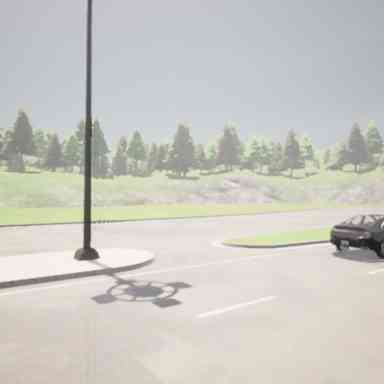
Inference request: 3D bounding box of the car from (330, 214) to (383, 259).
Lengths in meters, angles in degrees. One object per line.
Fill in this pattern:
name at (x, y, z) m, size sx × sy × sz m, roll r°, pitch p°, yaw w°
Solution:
car at (7.593, 1.641, 13.212) m, size 4.902 × 1.511 × 2.128 m, roll 1°, pitch 0°, yaw -31°
